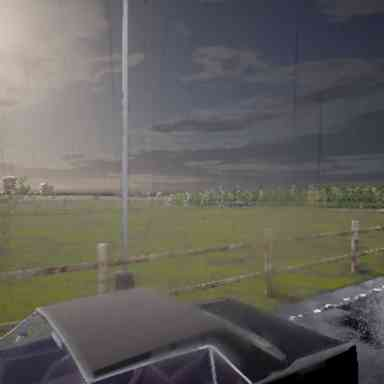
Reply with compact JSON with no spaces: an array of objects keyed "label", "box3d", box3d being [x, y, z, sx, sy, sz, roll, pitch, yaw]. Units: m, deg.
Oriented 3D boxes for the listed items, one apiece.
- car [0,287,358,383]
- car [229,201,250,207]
[{"label":"car","box3d":[-0.856,1.602,2.463,4.718,1.301,1.895,0,0,-36]},{"label":"car","box3d":[10.534,2.637,74.726,2.033,1.411,5.357,1,-2,-35]}]
